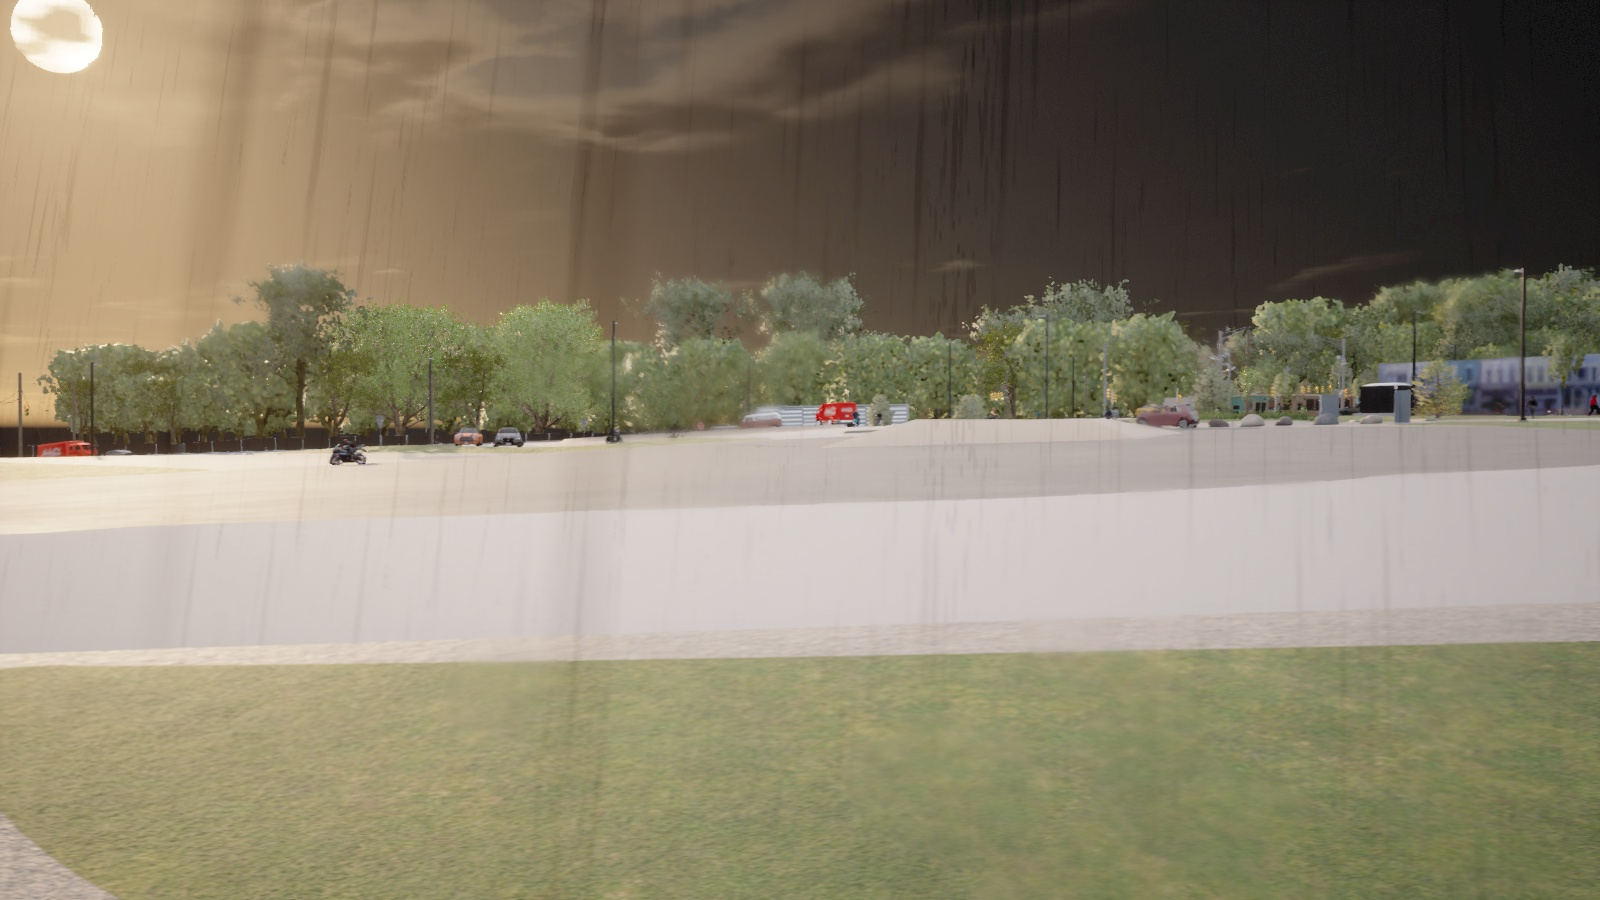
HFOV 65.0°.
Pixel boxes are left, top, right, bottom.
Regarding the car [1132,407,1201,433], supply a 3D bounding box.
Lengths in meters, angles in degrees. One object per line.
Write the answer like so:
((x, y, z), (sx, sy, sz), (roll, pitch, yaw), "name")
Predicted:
((22.399, -1.833, 76.870), (3.633, 1.501, 1.845), (0, 2, 36), "car")

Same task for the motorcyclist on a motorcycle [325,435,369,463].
((-25.783, -0.046, 71.460), (0.866, 1.530, 2.191), (-1, 1, 43), "motorcyclist on a motorcycle")
